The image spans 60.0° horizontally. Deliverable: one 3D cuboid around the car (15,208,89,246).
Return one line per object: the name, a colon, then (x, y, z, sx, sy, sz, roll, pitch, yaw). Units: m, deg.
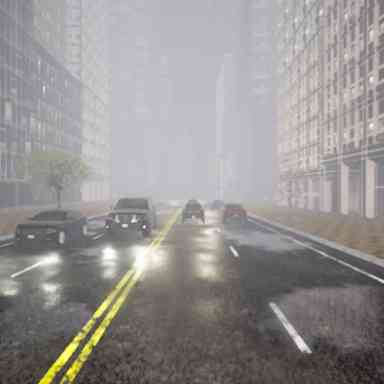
car: (-6.498, 1.543, 15.920, 1.882, 1.535, 5.008, 0, 0, 0)

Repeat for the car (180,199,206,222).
car: (0.107, 1.617, 27.532, 1.837, 1.490, 4.892, 0, 0, 0)

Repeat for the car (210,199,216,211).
car: (3.331, 1.694, 43.674, 1.812, 1.442, 4.674, 0, 0, 0)

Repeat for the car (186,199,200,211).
car: (0.104, 1.677, 44.335, 1.837, 1.490, 4.892, 0, 0, 0)

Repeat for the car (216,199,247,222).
car: (3.279, 1.587, 27.168, 1.882, 1.535, 5.008, 0, 0, 0)

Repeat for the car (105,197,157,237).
car: (-3.249, 1.289, 18.869, 2.150, 2.045, 5.566, 0, 0, 0)
